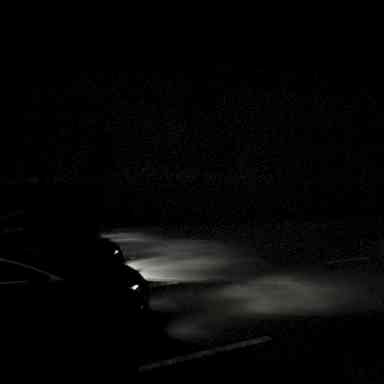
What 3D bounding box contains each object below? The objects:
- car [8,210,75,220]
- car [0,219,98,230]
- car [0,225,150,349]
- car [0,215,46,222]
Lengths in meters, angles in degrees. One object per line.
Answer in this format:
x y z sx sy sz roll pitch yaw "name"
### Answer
-6.580 1.520 14.866 4.674 1.442 1.812 0 0 -26 "car"
-3.862 1.561 8.389 4.181 1.385 1.994 0 0 -26 "car"
-3.074 1.490 4.882 4.902 1.511 2.128 0 0 -26 "car"
-7.347 1.597 10.589 4.718 1.301 1.895 0 0 -26 "car"
